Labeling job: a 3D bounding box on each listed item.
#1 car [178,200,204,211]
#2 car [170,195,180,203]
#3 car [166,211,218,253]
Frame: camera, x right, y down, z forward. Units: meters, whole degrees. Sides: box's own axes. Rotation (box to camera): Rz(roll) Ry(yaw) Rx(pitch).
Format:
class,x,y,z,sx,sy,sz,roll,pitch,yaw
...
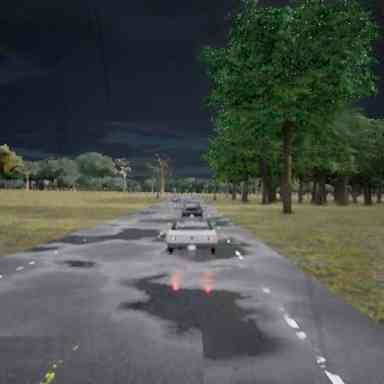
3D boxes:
class,x,y,z,sx,sy,sz,roll,pitch,yaw
car,-0.001,1.663,29.295,1.837,1.490,4.892,0,0,0
car,-3.512,1.470,70.992,2.128,1.511,4.902,0,1,0
car,-0.001,1.701,14.090,1.895,1.301,4.718,0,0,0
